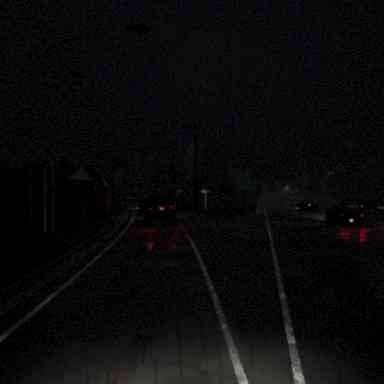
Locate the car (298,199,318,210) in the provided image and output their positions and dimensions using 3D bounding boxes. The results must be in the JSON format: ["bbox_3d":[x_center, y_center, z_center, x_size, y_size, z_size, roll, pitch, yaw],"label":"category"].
[{"bbox_3d":[14.755,1.524,42.535,1.994,1.385,4.181,0,0,12],"label":"car"}]

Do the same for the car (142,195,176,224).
[{"bbox_3d":[-2.494,1.238,25.309,2.150,2.045,5.566,0,0,-9],"label":"car"}]

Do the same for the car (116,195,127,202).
[{"bbox_3d":[-16.585,1.578,78.168,1.837,1.490,4.892,0,0,-23],"label":"car"}]

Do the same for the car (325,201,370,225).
[{"bbox_3d":[10.903,1.569,23.988,1.895,1.301,4.718,0,0,12],"label":"car"}]

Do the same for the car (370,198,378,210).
[{"bbox_3d":[21.800,1.413,42.027,1.882,1.535,5.008,0,0,12],"label":"car"}]

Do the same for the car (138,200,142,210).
[{"bbox_3d":[-6.059,1.596,43.991,1.994,1.385,4.181,0,0,-12],"label":"car"}]

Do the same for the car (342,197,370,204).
[{"bbox_3d":[16.939,1.498,35.842,2.033,1.411,5.357,0,0,12],"label":"car"}]
